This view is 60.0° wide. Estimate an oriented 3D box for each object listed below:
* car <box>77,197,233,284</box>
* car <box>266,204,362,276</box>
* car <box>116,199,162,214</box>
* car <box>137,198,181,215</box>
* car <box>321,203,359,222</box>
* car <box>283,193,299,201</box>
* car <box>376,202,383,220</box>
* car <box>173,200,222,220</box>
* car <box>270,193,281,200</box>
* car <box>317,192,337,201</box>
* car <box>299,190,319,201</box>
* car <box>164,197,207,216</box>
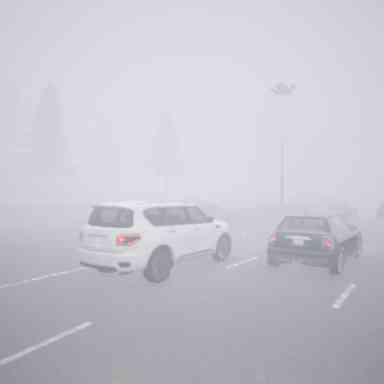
[{"bbox_3d":[-0.781,1.288,10.181,2.150,2.045,5.566,0,-1,34],"label":"car"},{"bbox_3d":[4.218,1.436,11.108,2.097,1.767,4.553,0,0,35],"label":"car"},{"bbox_3d":[-6.084,1.604,38.565,2.033,1.411,5.357,0,0,37],"label":"car"},{"bbox_3d":[-3.462,1.536,36.230,1.882,1.535,5.008,0,0,37],"label":"car"},{"bbox_3d":[12.604,1.645,28.121,1.895,1.301,4.718,0,0,37],"label":"car"},{"bbox_3d":[21.204,0.934,68.493,1.882,1.535,5.008,0,1,37],"label":"car"},{"bbox_3d":[16.574,1.523,27.559,2.128,1.511,4.902,0,0,37],"label":"car"},{"bbox_3d":[0.602,1.548,30.013,1.882,1.535,5.008,0,0,37],"label":"car"},{"bbox_3d":[18.419,0.995,70.613,2.033,1.411,5.357,0,1,37],"label":"car"},{"bbox_3d":[26.175,1.027,63.467,2.128,1.511,4.902,0,1,37],"label":"car"},{"bbox_3d":[23.968,0.683,66.345,2.150,2.045,5.566,0,1,37],"label":"car"},{"bbox_3d":[-0.597,1.411,34.216,2.097,1.767,4.553,0,0,37],"label":"car"}]
